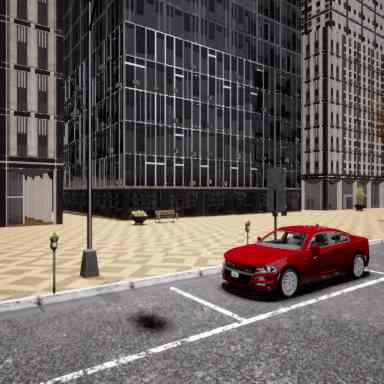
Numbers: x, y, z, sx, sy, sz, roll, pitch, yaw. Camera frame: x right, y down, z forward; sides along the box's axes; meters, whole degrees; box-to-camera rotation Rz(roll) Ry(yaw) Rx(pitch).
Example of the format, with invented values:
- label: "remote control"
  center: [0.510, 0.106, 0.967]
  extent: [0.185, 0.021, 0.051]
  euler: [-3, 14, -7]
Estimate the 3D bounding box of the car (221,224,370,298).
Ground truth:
- label: "car"
  center: [2.764, 1.545, 8.512]
  extent: [4.507, 1.381, 1.887]
  euler: [0, 0, -35]
